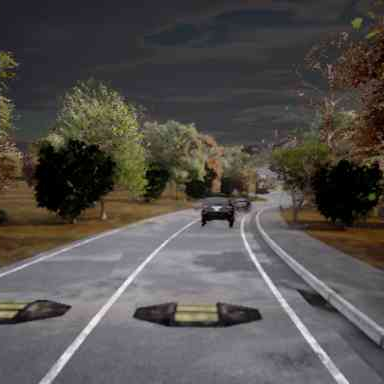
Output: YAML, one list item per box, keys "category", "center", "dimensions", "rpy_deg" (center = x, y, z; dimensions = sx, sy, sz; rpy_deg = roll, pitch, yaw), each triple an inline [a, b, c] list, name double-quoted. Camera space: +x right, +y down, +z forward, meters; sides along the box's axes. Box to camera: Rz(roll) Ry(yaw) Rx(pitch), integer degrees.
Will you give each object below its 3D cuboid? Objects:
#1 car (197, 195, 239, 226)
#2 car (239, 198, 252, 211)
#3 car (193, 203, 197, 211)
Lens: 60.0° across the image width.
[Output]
- category: "car"
  center: [1.975, 1.213, 23.612]
  dimensions: [2.150, 2.045, 5.566]
  rpy_deg: [1, 0, 9]
- category: "car"
  center: [6.387, 1.520, 41.843]
  dimensions: [2.128, 1.511, 4.902]
  rpy_deg: [2, 0, 17]
- category: "car"
  center: [1.537, 1.529, 38.616]
  dimensions: [1.895, 1.301, 4.718]
  rpy_deg: [1, 0, 16]
